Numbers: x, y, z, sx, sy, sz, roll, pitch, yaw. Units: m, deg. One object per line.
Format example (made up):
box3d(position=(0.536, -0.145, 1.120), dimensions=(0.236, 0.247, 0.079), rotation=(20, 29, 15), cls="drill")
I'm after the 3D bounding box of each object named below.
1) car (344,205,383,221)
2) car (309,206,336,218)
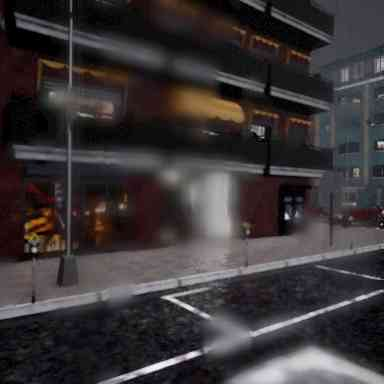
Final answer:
box3d(position=(17.028, 1.956, 32.473), dimensions=(1.967, 1.590, 4.097), rotation=(0, -1, -35), cls="car")
box3d(position=(13.841, 2.166, 37.013), dimensions=(1.802, 1.307, 4.206), rotation=(0, -1, -35), cls="car")
